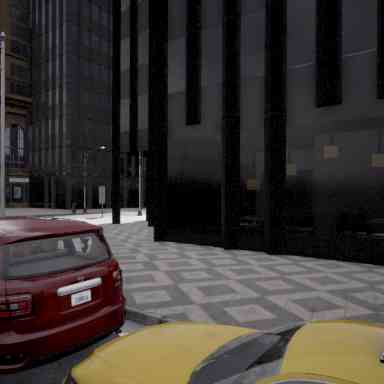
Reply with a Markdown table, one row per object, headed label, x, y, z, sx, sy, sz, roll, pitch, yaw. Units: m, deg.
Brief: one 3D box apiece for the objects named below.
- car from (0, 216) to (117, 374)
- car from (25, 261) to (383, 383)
| label | x | y | z | sx | sy | sz | roll | pitch | yaw |
| --- | --- | --- | --- | --- | --- | --- | --- | --- | --- |
| car | -3.233 | 1.314 | 5.265 | 5.009 | 1.841 | 2.192 | 0 | 0 | 36 |
| car | 1.046 | 1.525 | 2.213 | 4.829 | 1.417 | 1.752 | 0 | 0 | 36 |
